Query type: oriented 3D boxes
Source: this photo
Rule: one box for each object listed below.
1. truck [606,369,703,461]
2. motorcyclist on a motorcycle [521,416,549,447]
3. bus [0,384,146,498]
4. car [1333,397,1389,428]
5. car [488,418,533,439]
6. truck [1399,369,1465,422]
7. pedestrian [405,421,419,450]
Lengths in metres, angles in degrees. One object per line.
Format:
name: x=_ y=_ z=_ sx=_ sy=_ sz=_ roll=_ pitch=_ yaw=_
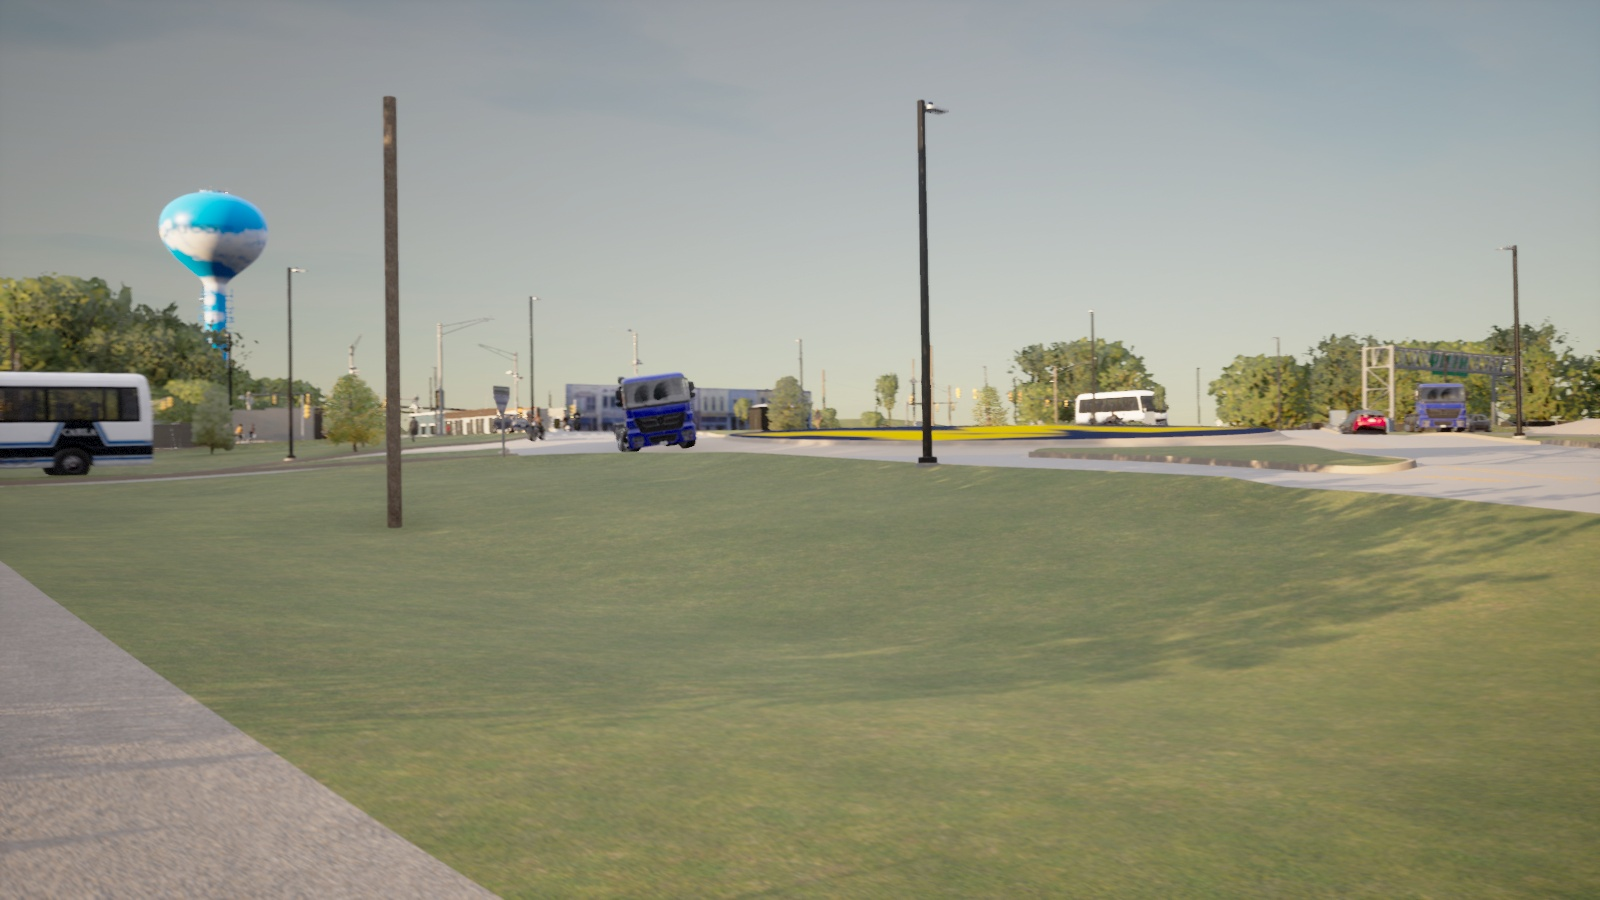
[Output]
truck: x=-6.645 y=-1.626 z=56.392 sx=2.891 sy=3.462 sz=7.936 roll=-9 pitch=4 yaw=-13
motorcyclist on a motorcycle: x=-14.679 y=-1.041 z=69.632 sx=0.766 sy=1.649 sz=2.350 roll=-2 pitch=3 yaw=6
bus: x=-31.314 y=-0.335 z=48.261 sx=10.273 sy=4.253 sz=3.944 roll=-3 pitch=2 yaw=-39
car: x=31.760 y=-2.101 z=71.170 sx=2.007 sy=1.525 sz=4.514 roll=2 pitch=0 yaw=13
car: x=-22.257 y=-1.636 z=96.362 sx=1.789 sy=1.549 sz=3.705 roll=-1 pitch=0 yaw=-41
truck: x=44.277 y=-3.734 z=88.257 sx=2.891 sy=3.462 sz=7.936 roll=-1 pitch=1 yaw=18
pedestrian: x=-27.514 y=-1.029 z=88.984 sx=0.659 sy=1.952 sz=0.873 roll=-1 pitch=-1 yaw=-35
